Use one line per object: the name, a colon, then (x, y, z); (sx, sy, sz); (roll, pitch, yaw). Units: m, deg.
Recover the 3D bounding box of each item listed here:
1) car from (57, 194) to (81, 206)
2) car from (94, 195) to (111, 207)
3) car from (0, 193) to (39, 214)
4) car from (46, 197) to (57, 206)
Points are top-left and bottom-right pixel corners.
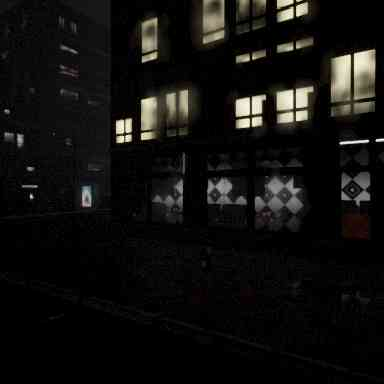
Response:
car: (-14.006, 0.971, 42.210); (2.128, 1.511, 4.902); (0, 1, 35)
car: (-9.754, 1.072, 38.170); (1.947, 1.339, 4.313); (1, 2, 35)
car: (-16.106, 1.029, 29.069); (2.192, 1.841, 5.009); (1, 2, 35)
car: (-16.660, 1.074, 42.917); (1.802, 1.307, 4.206); (1, 2, 35)
